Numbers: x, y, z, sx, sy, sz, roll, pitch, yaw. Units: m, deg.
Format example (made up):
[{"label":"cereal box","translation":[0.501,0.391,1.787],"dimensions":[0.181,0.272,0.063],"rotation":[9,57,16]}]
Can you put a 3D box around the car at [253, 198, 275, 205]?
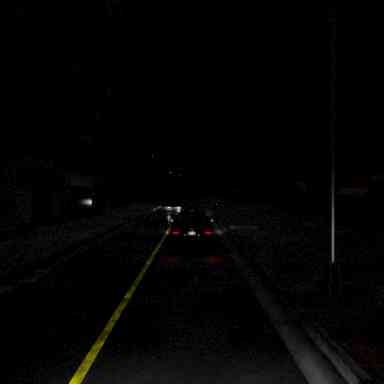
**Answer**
[{"label":"car","translation":[13.220,1.691,59.921],"dimensions":[4.313,1.339,1.947],"rotation":[0,-1,0]}]

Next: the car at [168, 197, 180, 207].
[{"label":"car","translation":[-2.750,1.556,52.650],"dimensions":[1.837,1.490,4.892],"rotation":[0,0,0]}]

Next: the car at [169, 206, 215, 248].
[{"label":"car","translation":[0.000,1.562,14.650],"dimensions":[2.033,1.411,5.357],"rotation":[0,0,0]}]

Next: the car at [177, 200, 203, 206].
[{"label":"car","translation":[0.000,1.571,29.650],"dimensions":[1.994,1.385,4.181],"rotation":[0,0,0]}]
